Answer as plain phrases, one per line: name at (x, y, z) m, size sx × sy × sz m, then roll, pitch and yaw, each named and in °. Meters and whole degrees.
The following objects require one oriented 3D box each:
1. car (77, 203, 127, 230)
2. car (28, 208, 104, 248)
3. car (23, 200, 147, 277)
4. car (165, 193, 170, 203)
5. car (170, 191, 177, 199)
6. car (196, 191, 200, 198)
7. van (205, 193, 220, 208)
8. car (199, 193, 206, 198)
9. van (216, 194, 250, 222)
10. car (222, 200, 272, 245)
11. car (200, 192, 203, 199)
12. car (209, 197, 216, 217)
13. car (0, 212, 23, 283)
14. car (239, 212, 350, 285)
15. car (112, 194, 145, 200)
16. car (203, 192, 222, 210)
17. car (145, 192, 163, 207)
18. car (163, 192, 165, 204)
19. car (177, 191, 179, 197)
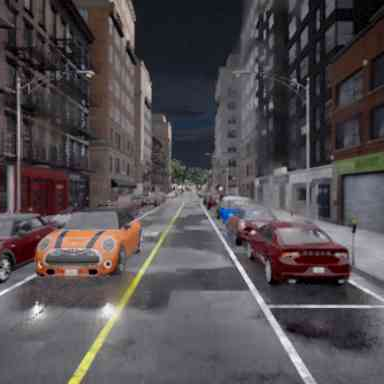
car at (-5.379, 1.417, 20.533) m, size 1.947 × 1.339 × 4.313 m, roll 0°, pitch 0°, yaw 0°
car at (-5.382, 1.474, 14.855) m, size 1.802 × 1.307 × 4.206 m, roll 0°, pitch 0°, yaw 0°
car at (-2.827, 1.279, 10.056) m, size 2.097 × 1.767 × 4.553 m, roll 0°, pitch 0°, yaw 0°
car at (-5.360, 0.916, 54.601) m, size 2.192 × 1.841 × 5.009 m, roll 0°, pitch 0°, yaw 0°
car at (-5.356, 0.927, 81.439) m, size 1.752 × 1.417 × 4.829 m, roll 0°, pitch 0°, yaw 0°
car at (2.698, 0.952, 81.603) m, size 2.008 × 1.369 × 4.403 m, roll 0°, pitch 0°, yaw 0°
van at (2.670, 1.027, 43.237) m, size 1.690 × 1.788 × 3.998 m, roll 0°, pitch 0°, yaw 0°
car at (2.701, 0.905, 87.085) m, size 1.887 × 1.381 × 4.507 m, roll 0°, pitch 0°, yaw 0°
van at (2.654, 1.193, 20.521) m, size 1.690 × 1.788 × 3.998 m, roll 0°, pitch 0°, yaw 0°
car at (2.650, 1.333, 14.844) m, size 1.967 × 1.590 × 4.097 m, roll 0°, pitch 0°, yaw 0°
car at (2.675, 0.959, 48.915) m, size 2.192 × 1.841 × 5.009 m, roll 0°, pitch 0°, yaw 0°
car at (2.658, 1.362, 26.202) m, size 2.008 × 1.369 × 4.403 m, roll 0°, pitch 0°, yaw 0°
car at (-5.385, 1.373, 9.176) m, size 1.967 × 1.590 × 4.097 m, roll 0°, pitch 0°, yaw 0°
car at (2.646, 1.478, 9.166) m, size 1.887 × 1.381 × 4.507 m, roll 0°, pitch 0°, yaw 0°
car at (-5.375, 1.125, 26.209) m, size 2.192 × 1.841 × 5.009 m, roll 0°, pitch 0°, yaw 0°
car at (2.666, 1.043, 37.557) m, size 2.192 × 1.841 × 5.009 m, roll 0°, pitch 0°, yaw 0°
car at (-5.366, 1.000, 43.244) m, size 2.192 × 1.841 × 5.009 m, roll 0°, pitch 0°, yaw 0°
car at (-5.363, 1.170, 48.753) m, size 1.752 × 1.417 × 4.829 m, roll 0°, pitch 0°, yaw 0°
car at (-5.344, 0.846, 92.402) m, size 1.752 × 1.417 × 4.829 m, roll 0°, pitch 0°, yaw 0°
